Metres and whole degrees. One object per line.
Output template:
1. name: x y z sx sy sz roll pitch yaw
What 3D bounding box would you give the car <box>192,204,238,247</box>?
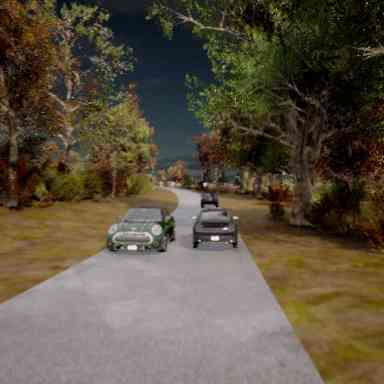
1. car: 1.041 1.520 15.109 1.837 1.490 4.892 0 0 4

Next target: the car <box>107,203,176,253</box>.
1. car: -1.911 1.344 13.779 2.097 1.767 4.553 1 0 4

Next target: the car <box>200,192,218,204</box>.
1. car: 2.247 0.980 43.931 2.150 2.045 5.566 0 1 -1
